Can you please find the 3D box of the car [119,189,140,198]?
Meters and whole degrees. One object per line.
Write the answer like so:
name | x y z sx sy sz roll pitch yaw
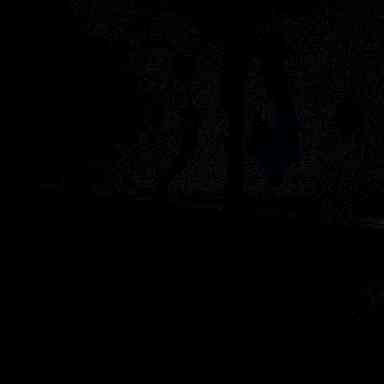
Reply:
car | -10.522 0.195 55.697 1.882 1.535 5.008 -1 3 -36
